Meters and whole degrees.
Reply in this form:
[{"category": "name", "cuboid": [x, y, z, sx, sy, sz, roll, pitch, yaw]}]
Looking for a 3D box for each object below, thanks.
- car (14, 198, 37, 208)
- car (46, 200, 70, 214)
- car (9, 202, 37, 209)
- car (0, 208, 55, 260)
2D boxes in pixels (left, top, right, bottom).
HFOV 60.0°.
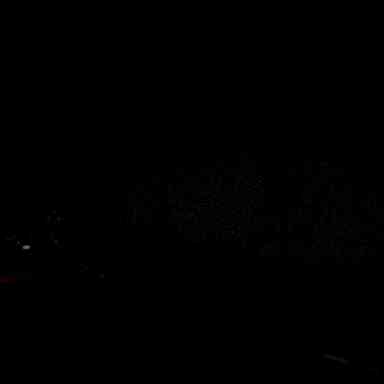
[{"category": "car", "cuboid": [-31.680, 2.020, 63.425, 2.097, 1.767, 4.553, 0, -1, -2]}, {"category": "car", "cuboid": [-16.131, 2.030, 40.342, 1.895, 1.301, 4.718, 0, -1, -9]}, {"category": "car", "cuboid": [-19.257, 1.882, 38.138, 1.882, 1.535, 5.008, 0, 0, -10]}, {"category": "car", "cuboid": [-6.480, 1.613, 12.621, 1.882, 1.535, 5.008, 0, -1, -30]}]
